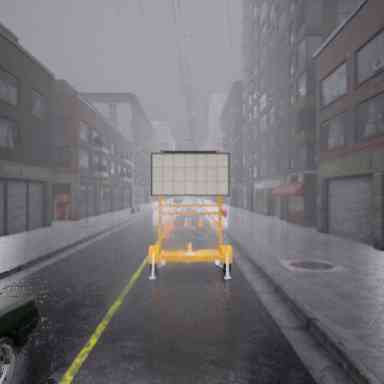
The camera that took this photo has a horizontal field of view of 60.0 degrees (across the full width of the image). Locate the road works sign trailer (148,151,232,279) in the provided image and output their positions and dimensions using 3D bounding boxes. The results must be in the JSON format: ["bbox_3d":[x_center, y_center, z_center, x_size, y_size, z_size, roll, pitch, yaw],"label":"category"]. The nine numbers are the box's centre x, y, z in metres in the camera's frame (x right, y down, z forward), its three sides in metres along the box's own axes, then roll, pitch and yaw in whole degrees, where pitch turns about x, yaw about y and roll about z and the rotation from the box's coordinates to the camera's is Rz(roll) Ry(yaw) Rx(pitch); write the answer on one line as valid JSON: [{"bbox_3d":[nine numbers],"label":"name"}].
[{"bbox_3d":[-0.052,0.531,10.267,2.380,3.560,2.880,0,0,0],"label":"road works sign trailer"}]

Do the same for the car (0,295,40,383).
[{"bbox_3d":[-3.010,1.617,2.335,1.895,1.301,4.718,0,0,0],"label":"car"}]

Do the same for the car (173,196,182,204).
[{"bbox_3d":[-3.420,1.847,80.108,2.097,1.767,4.553,0,0,0],"label":"car"}]
